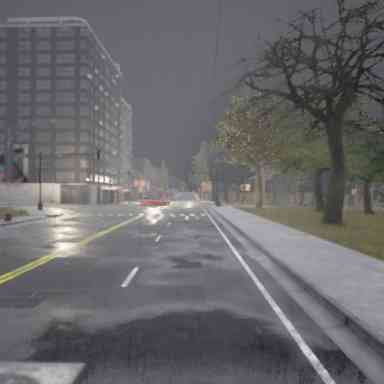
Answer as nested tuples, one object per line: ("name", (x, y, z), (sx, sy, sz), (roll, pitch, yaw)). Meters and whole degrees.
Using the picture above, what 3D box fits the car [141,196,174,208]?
("car", (-5.668, 1.516, 51.818), (4.553, 1.767, 2.097), (0, -1, -44))
